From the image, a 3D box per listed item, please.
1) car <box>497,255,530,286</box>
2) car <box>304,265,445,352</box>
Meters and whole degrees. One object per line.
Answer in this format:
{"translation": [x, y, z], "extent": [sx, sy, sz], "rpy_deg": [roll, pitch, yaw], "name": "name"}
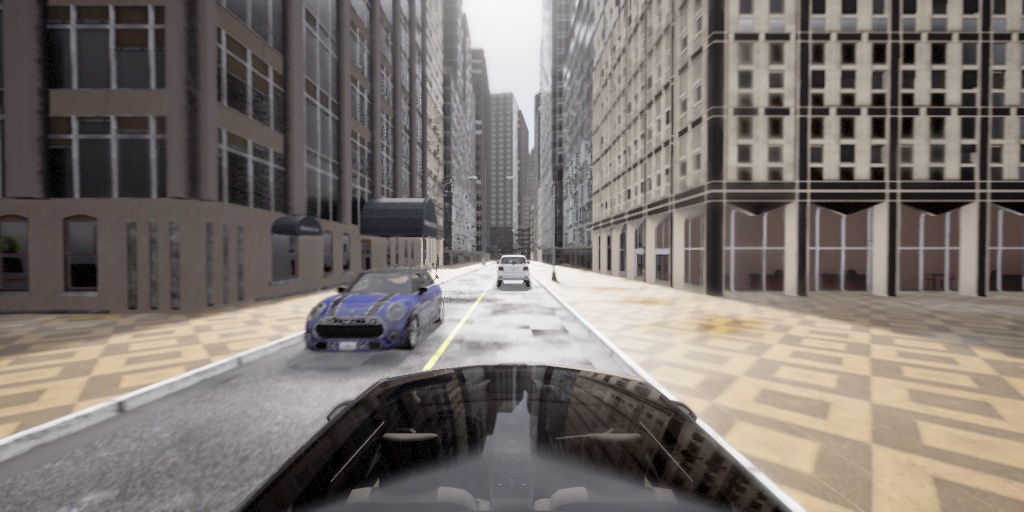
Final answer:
{"translation": [0.092, 0.974, 25.305], "extent": [2.150, 2.045, 5.566], "rpy_deg": [0, 0, 0], "name": "car"}
{"translation": [-3.093, 1.101, 9.007], "extent": [2.097, 1.767, 4.553], "rpy_deg": [0, 0, 0], "name": "car"}
